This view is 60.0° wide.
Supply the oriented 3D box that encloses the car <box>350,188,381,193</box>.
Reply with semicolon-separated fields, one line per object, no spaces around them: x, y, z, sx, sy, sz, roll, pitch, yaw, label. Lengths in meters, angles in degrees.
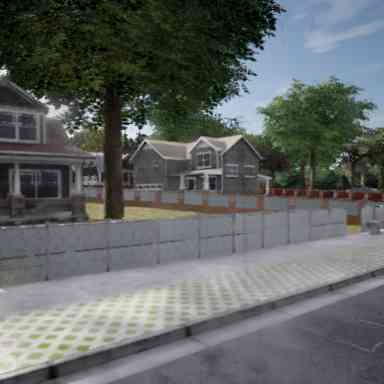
23.910;0.545;44.582;2.150;2.045;5.566;-1;5;-43;car
